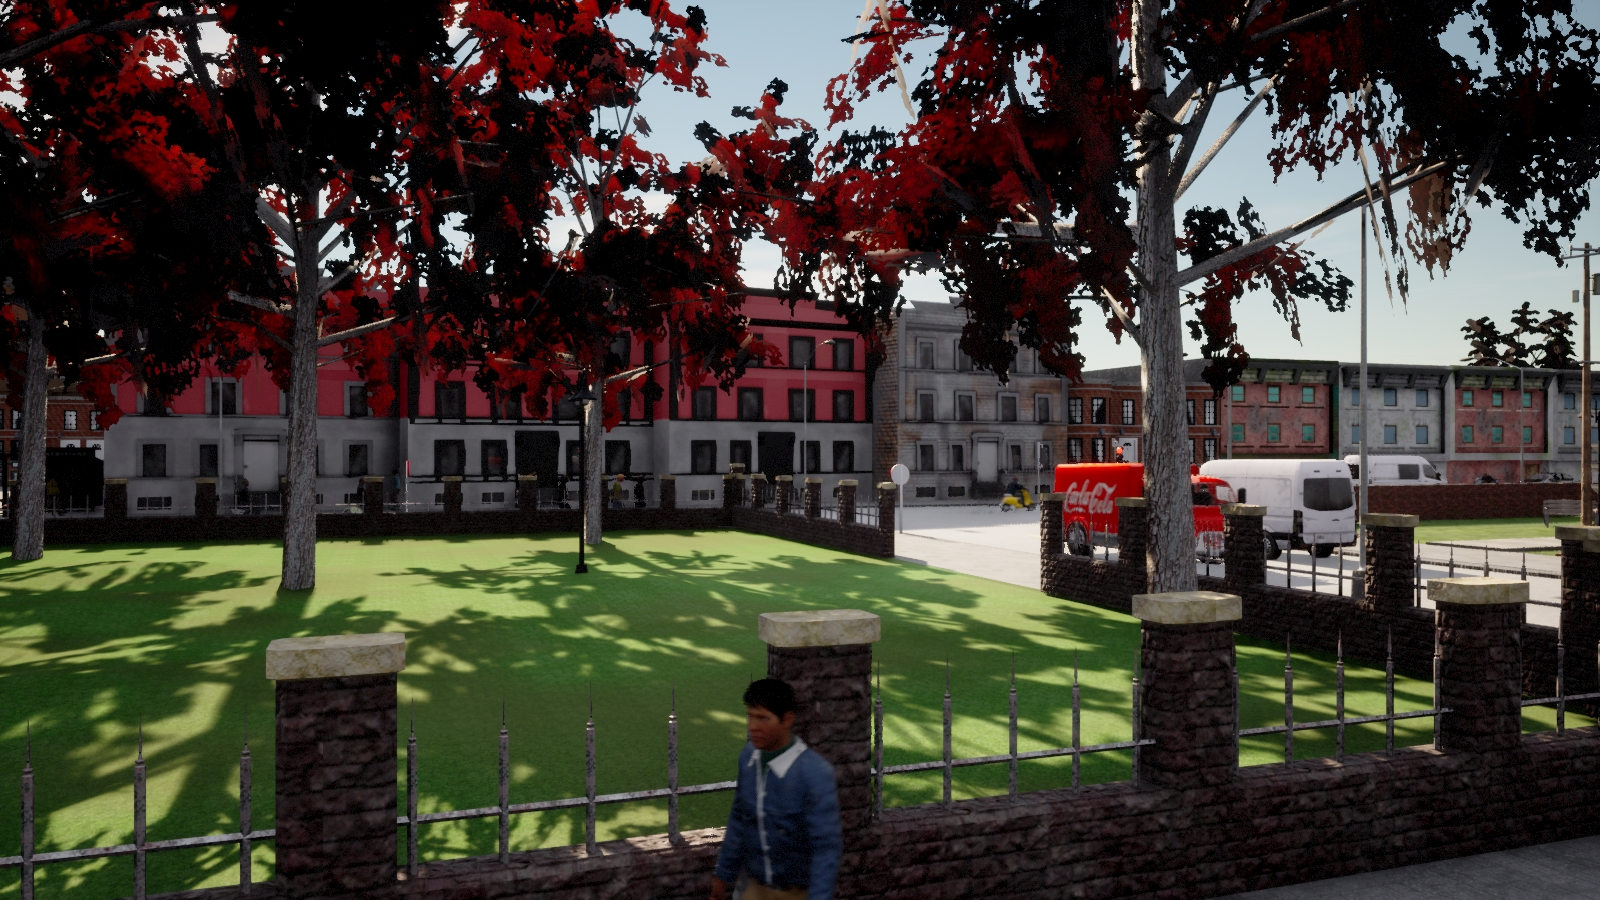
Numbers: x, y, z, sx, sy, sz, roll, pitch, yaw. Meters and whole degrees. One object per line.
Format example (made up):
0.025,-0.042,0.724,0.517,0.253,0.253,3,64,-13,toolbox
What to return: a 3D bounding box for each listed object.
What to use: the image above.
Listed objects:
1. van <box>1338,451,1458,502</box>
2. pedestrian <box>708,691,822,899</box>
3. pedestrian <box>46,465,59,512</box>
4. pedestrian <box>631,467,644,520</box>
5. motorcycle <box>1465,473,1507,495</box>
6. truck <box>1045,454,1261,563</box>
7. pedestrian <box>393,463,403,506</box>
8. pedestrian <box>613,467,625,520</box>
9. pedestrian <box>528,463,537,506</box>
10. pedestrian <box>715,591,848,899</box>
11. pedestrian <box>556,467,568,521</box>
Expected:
30.836,1.314,58.892,5.915,2.561,1.988,0,0,-20,van
-0.164,1.806,5.210,0.375,1.300,0.375,0,0,-34,pedestrian
-29.652,1.524,45.334,0.375,1.860,0.375,0,0,-26,pedestrian
-5.761,1.526,40.592,0.375,1.860,0.375,0,0,-21,pedestrian
39.853,1.985,66.375,2.209,1.251,0.867,0,0,-20,motorcycle
8.739,1.353,28.905,2.627,2.467,5.204,0,0,-19,truck
-17.776,1.522,50.517,0.375,1.860,0.375,0,0,-15,pedestrian
-6.388,1.524,40.248,0.375,1.860,0.375,0,0,-17,pedestrian
-11.786,1.524,50.362,0.375,1.860,0.375,0,0,-20,pedestrian
-0.072,1.526,4.573,0.375,1.860,0.375,0,0,43,pedestrian
-8.247,1.525,39.640,0.375,1.860,0.375,0,0,-19,pedestrian
